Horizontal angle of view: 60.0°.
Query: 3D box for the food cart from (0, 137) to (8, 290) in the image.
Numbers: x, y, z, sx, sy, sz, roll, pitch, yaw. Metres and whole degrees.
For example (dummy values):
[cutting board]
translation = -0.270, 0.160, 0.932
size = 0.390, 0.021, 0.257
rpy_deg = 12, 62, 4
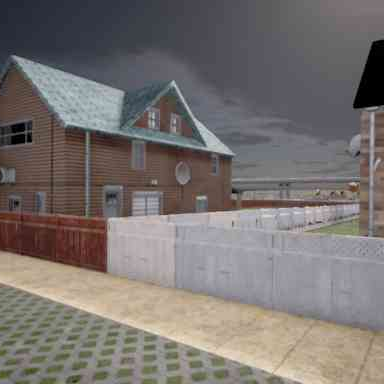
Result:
[food cart]
translation = -6.932, 0.457, 8.266
size = 4.660, 3.560, 2.280
rpy_deg = 1, 0, 36
